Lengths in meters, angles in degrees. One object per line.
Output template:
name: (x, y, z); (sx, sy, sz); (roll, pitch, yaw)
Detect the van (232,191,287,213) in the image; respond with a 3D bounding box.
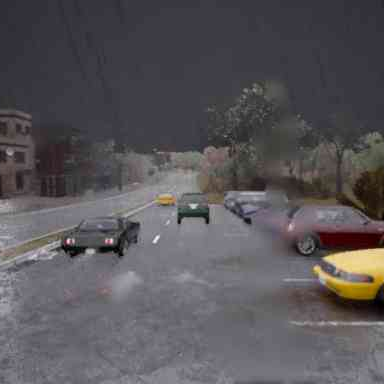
van: (5.644, 1.050, 26.108); (4.442, 1.987, 1.878); (0, 1, 0)

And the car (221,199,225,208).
car: (5.519, 1.192, 31.623); (4.892, 1.521, 2.231); (0, 1, 0)

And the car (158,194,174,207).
car: (-3.167, 0.974, 41.845); (1.882, 1.535, 5.008); (0, 1, 0)

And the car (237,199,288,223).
car: (5.500, 1.376, 20.607); (4.792, 1.488, 2.163); (0, 1, 0)

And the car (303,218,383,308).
car: (5.350, 1.454, 6.830); (5.366, 1.575, 1.946); (0, 0, 0)

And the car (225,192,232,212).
car: (5.495, 1.109, 28.993); (4.553, 1.767, 2.185); (0, 1, 0)

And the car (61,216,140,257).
car: (-3.161, 1.542, 12.565); (1.895, 1.301, 4.718); (0, 0, 0)

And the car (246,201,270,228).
car: (5.533, 1.414, 17.848); (4.674, 1.452, 2.002); (0, 1, 0)

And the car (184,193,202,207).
car: (0.080, 0.981, 42.169); (2.128, 1.511, 4.902); (0, 2, 0)

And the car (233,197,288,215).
car: (5.558, 1.341, 23.359); (4.792, 1.488, 2.163); (0, 1, 0)

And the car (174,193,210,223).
car: (0.083, 1.045, 23.873); (2.150, 2.045, 5.566); (0, 1, 0)

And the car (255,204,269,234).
car: (5.529, 1.440, 15.095); (4.674, 1.452, 2.002); (0, 1, 0)

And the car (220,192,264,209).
car: (5.553, 0.961, 37.130); (4.553, 1.767, 2.185); (0, 1, 0)

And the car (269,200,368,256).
car: (5.502, 1.300, 12.332); (4.553, 1.767, 2.185); (0, 1, 0)
